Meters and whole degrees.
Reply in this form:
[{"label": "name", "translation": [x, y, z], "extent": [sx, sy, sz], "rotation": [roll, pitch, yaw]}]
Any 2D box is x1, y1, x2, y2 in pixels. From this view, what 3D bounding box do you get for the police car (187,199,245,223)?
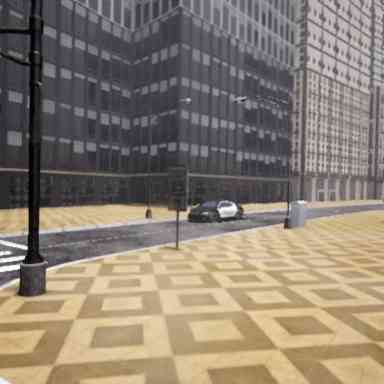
[{"label": "police car", "translation": [1.687, 1.308, 23.627], "extent": [2.038, 1.542, 4.974], "rotation": [2, 1, 40]}]
